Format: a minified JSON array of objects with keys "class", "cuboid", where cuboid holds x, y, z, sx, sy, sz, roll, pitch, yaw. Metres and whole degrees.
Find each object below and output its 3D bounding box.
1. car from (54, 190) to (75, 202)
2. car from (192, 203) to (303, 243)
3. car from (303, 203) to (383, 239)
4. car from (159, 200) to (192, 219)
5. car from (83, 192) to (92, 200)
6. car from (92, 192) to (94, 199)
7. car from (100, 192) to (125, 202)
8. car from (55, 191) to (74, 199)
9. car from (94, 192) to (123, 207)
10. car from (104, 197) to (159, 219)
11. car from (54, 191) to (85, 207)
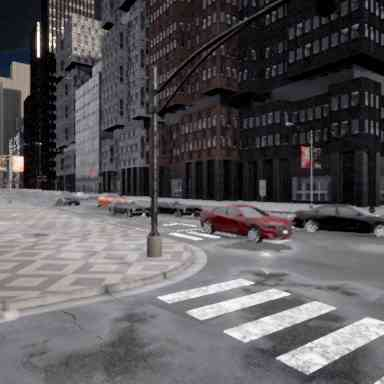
[{"class":"car","cuboid":[-20.406,0.578,53.080,2.097,1.767,4.553,0,1,-36]},{"class":"car","cuboid":[2.388,1.341,15.704,1.882,1.535,5.008,0,1,-36]},{"class":"car","cuboid":[7.753,1.363,16.933,5.008,1.535,1.882,0,2,29]},{"class":"car","cuboid":[-1.224,1.309,26.282,1.895,1.301,4.718,0,1,-36]},{"class":"car","cuboid":[-19.268,0.703,57.233,1.812,1.442,4.674,0,1,-35]},{"class":"car","cuboid":[-19.062,0.709,62.506,1.895,1.301,4.718,0,1,-36]},{"class":"car","cuboid":[-12.991,0.760,54.077,2.128,1.511,4.902,0,1,-36]},{"class":"car","cuboid":[-25.076,0.568,65.293,2.033,1.411,5.357,0,1,-36]},{"class":"car","cuboid":[-8.770,0.880,36.766,2.097,1.767,4.553,0,0,-36]},{"class":"car","cuboid":[-4.756,1.292,25.624,1.895,1.301,4.718,0,1,-36]},{"class":"car","cuboid":[-15.011,0.986,39.884,2.033,1.411,5.357,0,1,-36]}]
